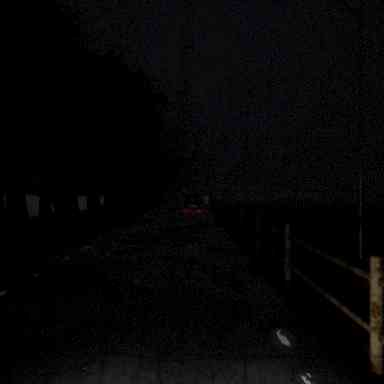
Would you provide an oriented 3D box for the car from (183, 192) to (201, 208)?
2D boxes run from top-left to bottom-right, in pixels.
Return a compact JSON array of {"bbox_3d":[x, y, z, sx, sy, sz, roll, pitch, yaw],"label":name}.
[{"bbox_3d":[0.014,1.051,43.498,2.150,2.045,5.566,0,0,0],"label":"car"}]
